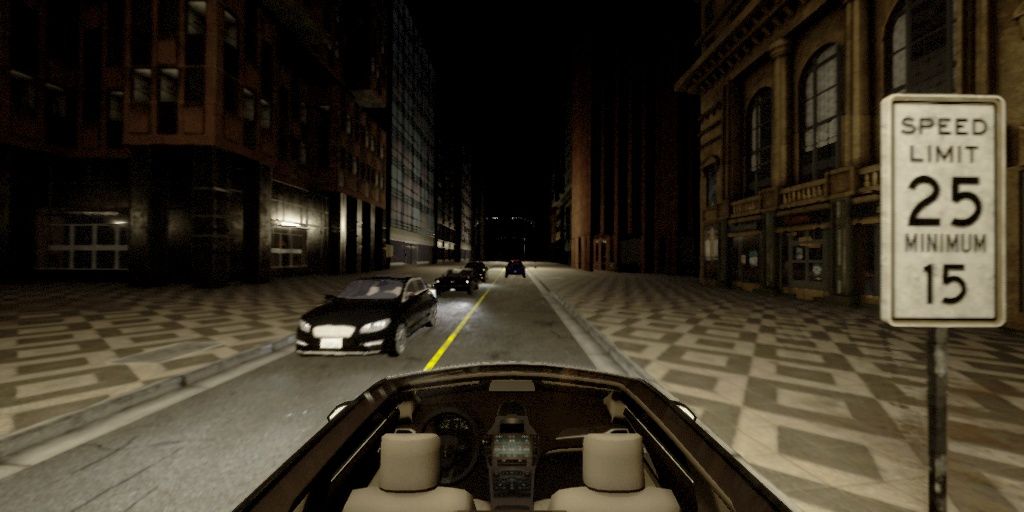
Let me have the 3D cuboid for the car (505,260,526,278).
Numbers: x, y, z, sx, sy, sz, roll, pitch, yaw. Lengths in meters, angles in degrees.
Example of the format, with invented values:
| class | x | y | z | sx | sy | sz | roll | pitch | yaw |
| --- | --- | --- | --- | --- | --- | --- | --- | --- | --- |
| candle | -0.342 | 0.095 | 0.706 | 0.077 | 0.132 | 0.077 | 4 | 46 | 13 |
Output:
| class | x | y | z | sx | sy | sz | roll | pitch | yaw |
| --- | --- | --- | --- | --- | --- | --- | --- | --- | --- |
| car | 0.313 | 1.237 | 34.575 | 1.882 | 1.535 | 5.008 | 0 | 0 | 0 |

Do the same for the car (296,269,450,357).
| class | x | y | z | sx | sy | sz | roll | pitch | yaw |
| --- | --- | --- | --- | --- | --- | --- | --- | --- | --- |
| car | -3.064 | 1.223 | 8.570 | 2.128 | 1.511 | 4.902 | 0 | 0 | 0 |

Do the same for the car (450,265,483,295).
| class | x | y | z | sx | sy | sz | roll | pitch | yaw |
| --- | --- | --- | --- | --- | --- | --- | --- | --- | --- |
| car | -2.889 | 1.336 | 19.680 | 1.895 | 1.301 | 4.718 | 0 | 0 | 0 |

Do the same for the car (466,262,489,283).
| class | x | y | z | sx | sy | sz | roll | pitch | yaw |
| --- | --- | --- | --- | --- | --- | --- | --- | --- | --- |
| car | -2.876 | 1.240 | 28.270 | 1.837 | 1.490 | 4.892 | 0 | 1 | 1 |
